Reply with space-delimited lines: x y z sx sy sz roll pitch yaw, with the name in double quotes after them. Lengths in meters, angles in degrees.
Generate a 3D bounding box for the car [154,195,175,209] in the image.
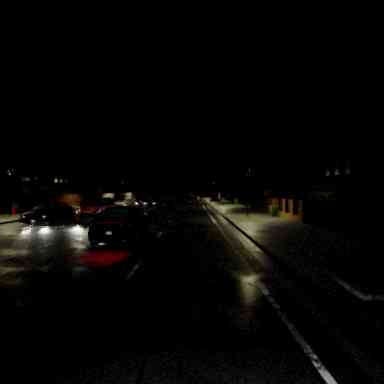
-3.154 1.278 40.451 1.882 1.535 5.008 0 0 0 "car"

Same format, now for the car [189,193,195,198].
-0.009 1.023 92.054 1.812 1.442 4.674 0 0 0 "car"

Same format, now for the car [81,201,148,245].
-3.152 1.384 15.071 1.882 1.535 5.008 0 1 0 "car"

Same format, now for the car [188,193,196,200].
-0.008 1.166 77.541 2.128 1.511 4.902 0 0 0 "car"

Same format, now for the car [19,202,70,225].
-9.854 1.414 23.244 2.033 1.411 5.357 0 0 0 "car"

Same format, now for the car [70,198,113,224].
-6.601 1.217 23.485 2.097 1.767 4.553 0 0 0 "car"

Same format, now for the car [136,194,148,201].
-9.768 1.208 64.853 1.837 1.490 4.892 0 1 0 "car"

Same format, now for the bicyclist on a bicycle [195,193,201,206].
0.883 1.211 47.480 0.866 1.612 1.509 0 0 0 "bicyclist on a bicycle"

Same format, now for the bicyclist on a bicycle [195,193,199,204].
0.887 1.113 56.478 0.659 1.776 1.843 0 0 0 "bicyclist on a bicycle"
